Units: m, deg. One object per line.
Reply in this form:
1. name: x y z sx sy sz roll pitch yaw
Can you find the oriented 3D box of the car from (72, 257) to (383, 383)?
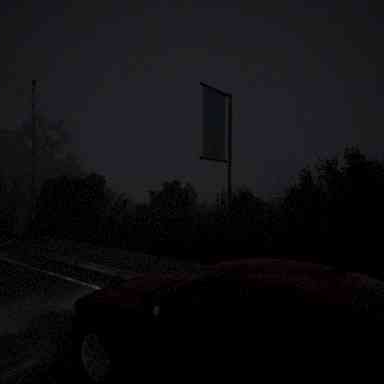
1. car: 0.721 1.487 3.633 5.008 1.535 1.882 0 0 36
